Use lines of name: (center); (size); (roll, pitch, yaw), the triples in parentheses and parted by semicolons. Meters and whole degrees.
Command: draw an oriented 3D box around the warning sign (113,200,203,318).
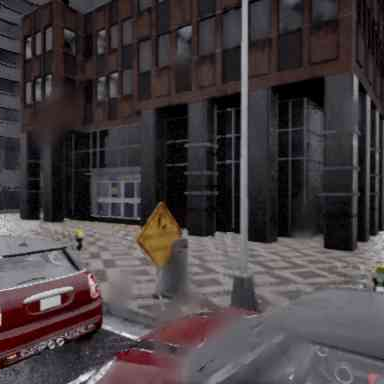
warning sign: (-0.610, 1.107, 6.234); (1.060, 1.860, 1.300); (0, 0, 36)

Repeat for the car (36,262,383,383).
car: (1.034, 1.440, 2.221); (4.097, 1.590, 1.967); (0, 0, 36)

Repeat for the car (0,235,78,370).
car: (-3.382, 1.427, 5.373); (4.097, 1.590, 1.967); (0, 0, 36)
